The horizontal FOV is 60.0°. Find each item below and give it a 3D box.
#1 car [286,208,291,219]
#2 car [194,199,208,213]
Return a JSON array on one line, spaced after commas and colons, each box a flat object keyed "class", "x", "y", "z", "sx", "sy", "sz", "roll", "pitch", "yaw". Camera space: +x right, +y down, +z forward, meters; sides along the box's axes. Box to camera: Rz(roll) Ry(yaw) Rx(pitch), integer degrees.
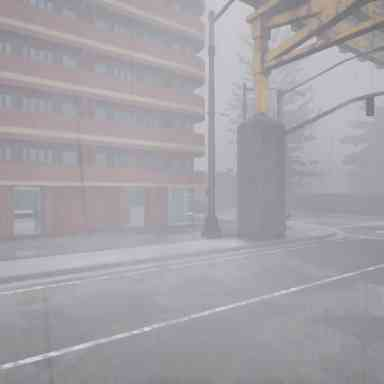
[{"class": "car", "x": 6.239, "y": 1.526, "z": 28.463, "sx": 1.812, "sy": 1.442, "sz": 4.674, "roll": 0, "pitch": 0, "yaw": -36}, {"class": "car", "x": 0.276, "y": 1.478, "z": 36.833, "sx": 1.882, "sy": 1.535, "sz": 5.008, "roll": 0, "pitch": 0, "yaw": -36}]
